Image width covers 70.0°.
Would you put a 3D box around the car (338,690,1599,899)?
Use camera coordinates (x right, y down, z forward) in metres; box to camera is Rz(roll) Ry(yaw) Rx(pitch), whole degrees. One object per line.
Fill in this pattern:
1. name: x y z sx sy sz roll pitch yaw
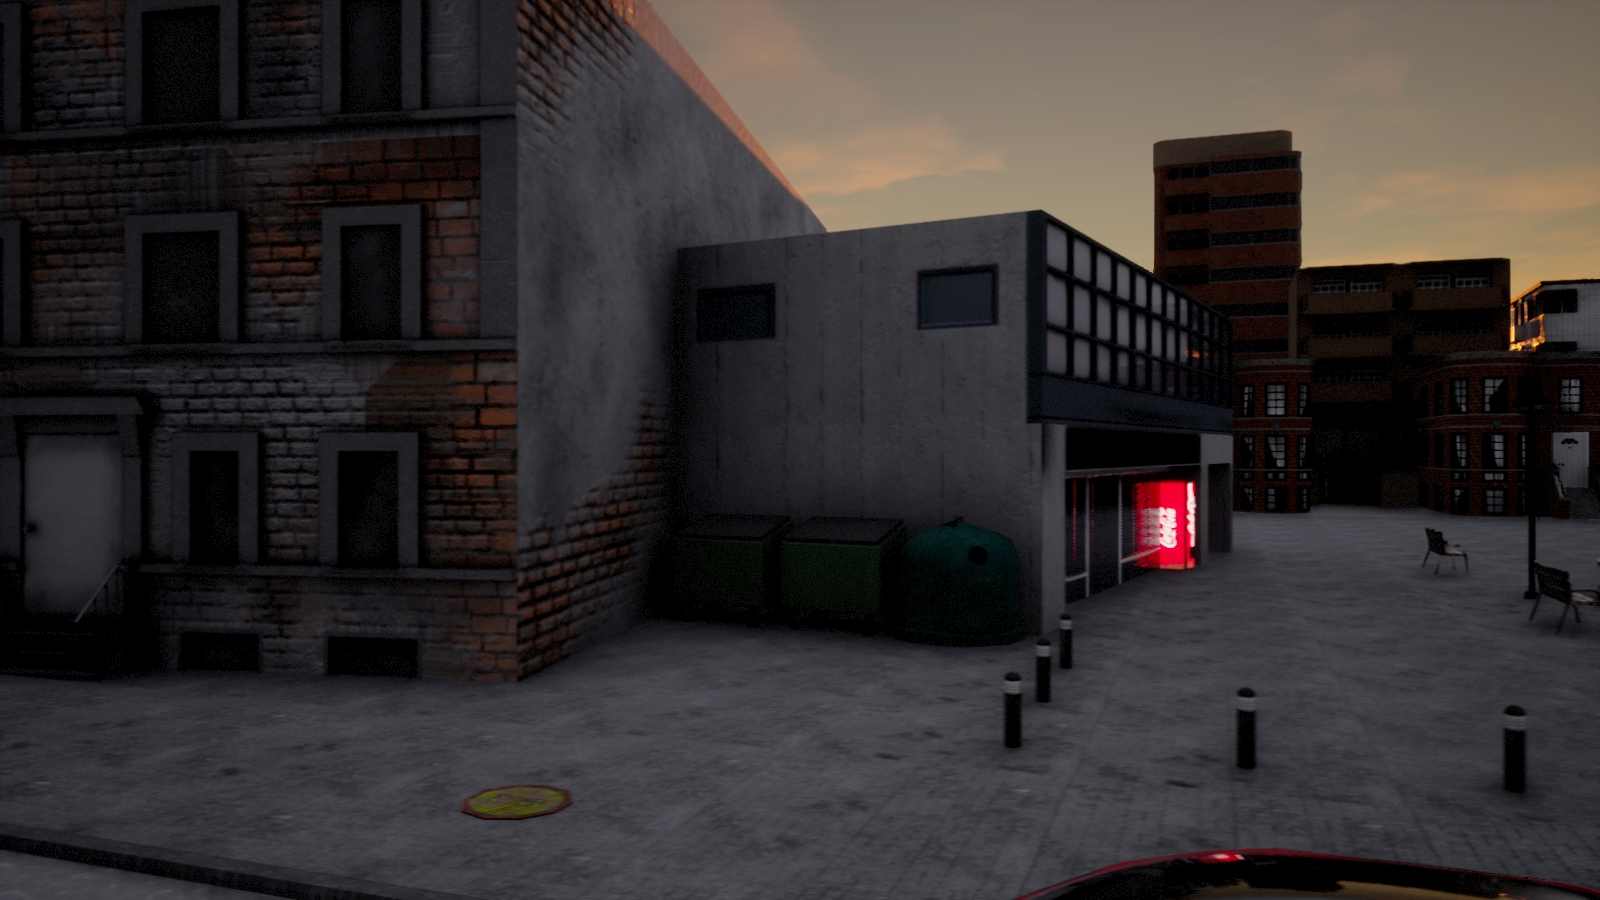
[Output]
1. car: 1.425 1.842 3.319 4.892 1.480 2.231 0 0 20
